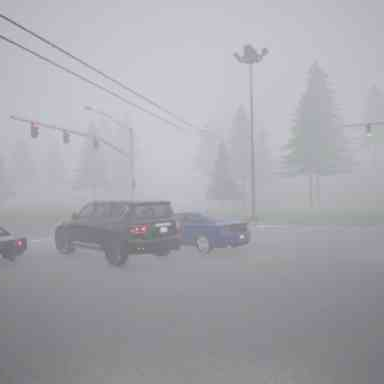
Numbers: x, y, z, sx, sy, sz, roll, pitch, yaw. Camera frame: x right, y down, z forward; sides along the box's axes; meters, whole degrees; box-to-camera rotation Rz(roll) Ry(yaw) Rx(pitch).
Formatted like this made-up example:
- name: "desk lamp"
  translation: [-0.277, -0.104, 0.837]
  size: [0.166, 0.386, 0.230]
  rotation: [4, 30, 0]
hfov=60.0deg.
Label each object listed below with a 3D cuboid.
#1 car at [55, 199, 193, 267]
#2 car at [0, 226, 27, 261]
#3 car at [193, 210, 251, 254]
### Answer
- name: "car"
  translation: [-2.824, 1.288, 12.001]
  size: [5.566, 2.045, 2.150]
  rotation: [-1, 0, 43]
- name: "car"
  translation: [-7.891, 1.763, 11.701]
  size: [4.718, 1.301, 1.895]
  rotation: [-1, 0, 35]
- name: "car"
  translation: [0.075, 1.490, 13.714]
  size: [1.882, 1.535, 5.008]
  rotation: [0, 0, -44]
